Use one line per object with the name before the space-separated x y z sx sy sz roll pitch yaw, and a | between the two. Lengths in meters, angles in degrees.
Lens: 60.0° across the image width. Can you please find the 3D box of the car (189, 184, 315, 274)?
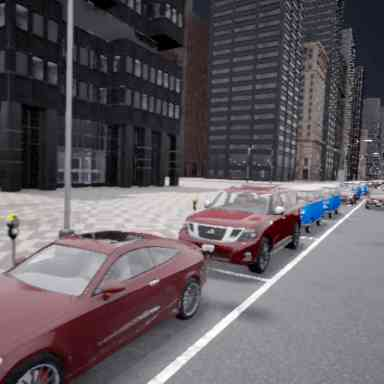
car | 1.638 0.775 9.201 2.192 1.841 5.009 4 4 30

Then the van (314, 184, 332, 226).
van | 4.533 0.611 14.083 1.690 1.788 3.998 4 4 30

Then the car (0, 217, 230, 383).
car | -1.269 1.231 4.339 1.802 1.307 4.206 4 4 30

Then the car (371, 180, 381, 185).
car | 41.445 -1.804 76.269 2.192 1.841 5.009 4 4 31

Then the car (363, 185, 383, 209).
car | 14.211 0.502 25.007 1.812 1.442 4.674 4 4 30

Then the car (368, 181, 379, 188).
car | 44.318 -1.864 81.125 1.967 1.590 4.097 4 4 30

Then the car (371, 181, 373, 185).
car | 24.713 -0.517 48.104 1.752 1.417 4.829 4 4 30

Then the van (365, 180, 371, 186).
van | 21.911 -0.519 43.360 1.690 1.788 3.998 4 4 30

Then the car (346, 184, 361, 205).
car | 13.213 0.285 28.736 1.802 1.307 4.206 4 4 30

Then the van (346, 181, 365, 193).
van | 16.118 -0.143 33.601 1.690 1.788 3.998 4 4 30

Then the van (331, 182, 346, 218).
van | 7.429 0.422 18.962 1.690 1.788 3.998 4 4 30
